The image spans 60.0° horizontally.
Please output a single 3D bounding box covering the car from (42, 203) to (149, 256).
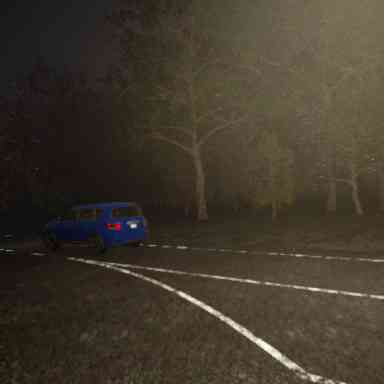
[{"bbox_3d":[-4.427,1.576,14.870,5.566,2.045,2.150,-3,0,37],"label":"car"}]
